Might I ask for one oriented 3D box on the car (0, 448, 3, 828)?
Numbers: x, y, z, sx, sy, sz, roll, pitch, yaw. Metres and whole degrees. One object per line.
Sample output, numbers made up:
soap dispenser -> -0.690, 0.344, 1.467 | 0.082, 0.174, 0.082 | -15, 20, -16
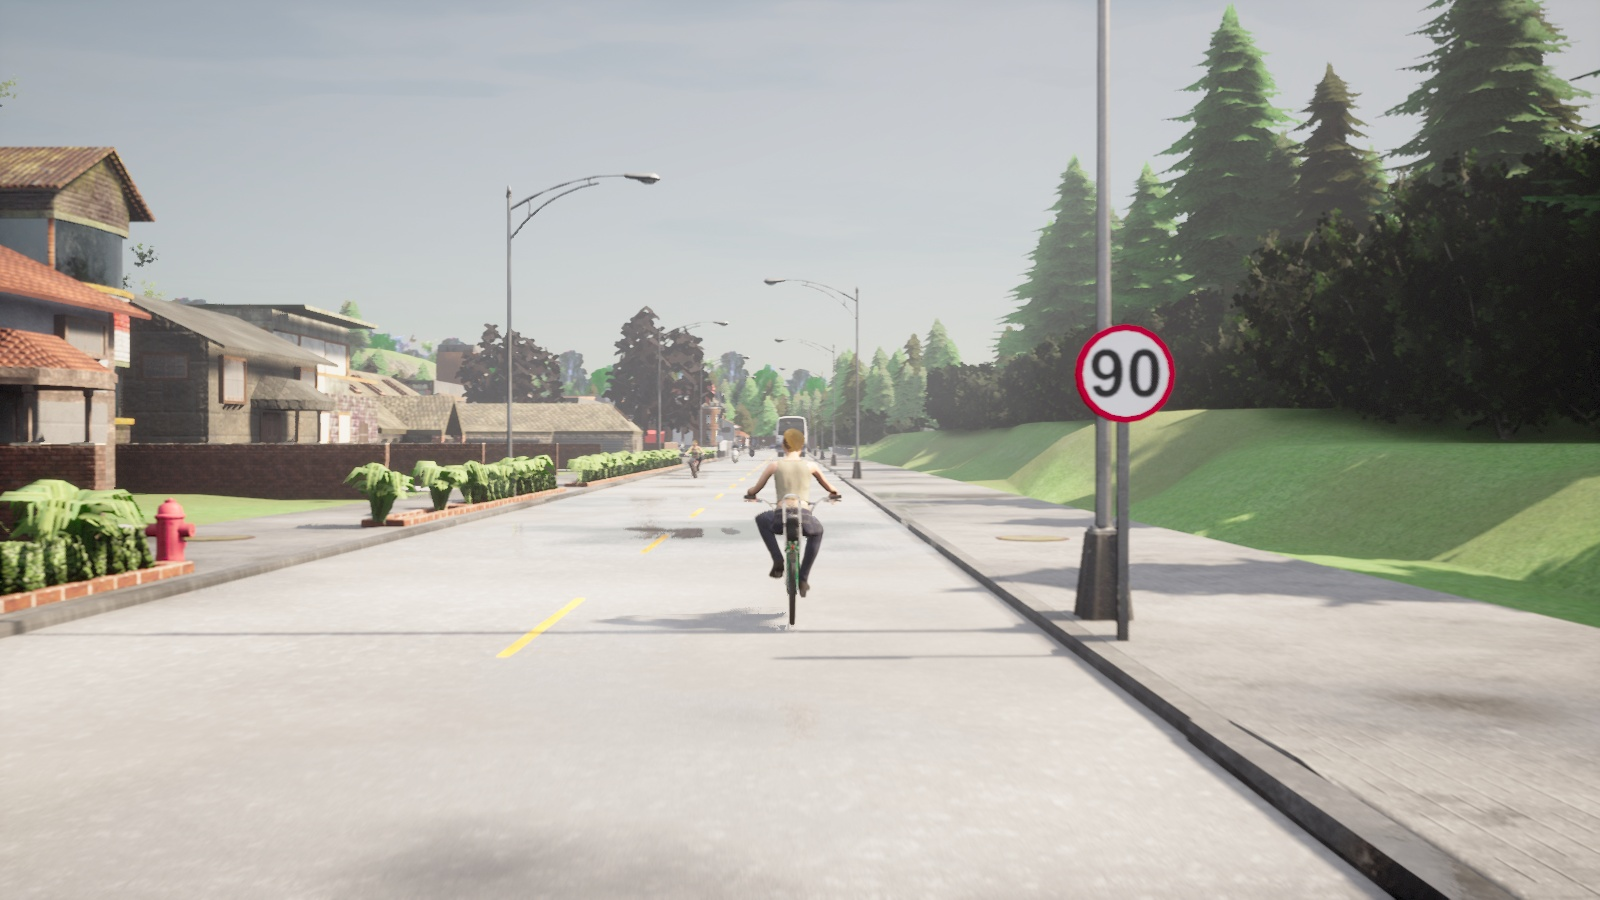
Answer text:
car -> -4.005, 0.742, 2.797 | 1.816, 1.474, 4.193 | 0, 0, 0

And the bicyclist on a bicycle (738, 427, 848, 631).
bicyclist on a bicycle -> -0.056, 0.623, 10.673 | 0.866, 1.612, 1.509 | 0, 0, 0
